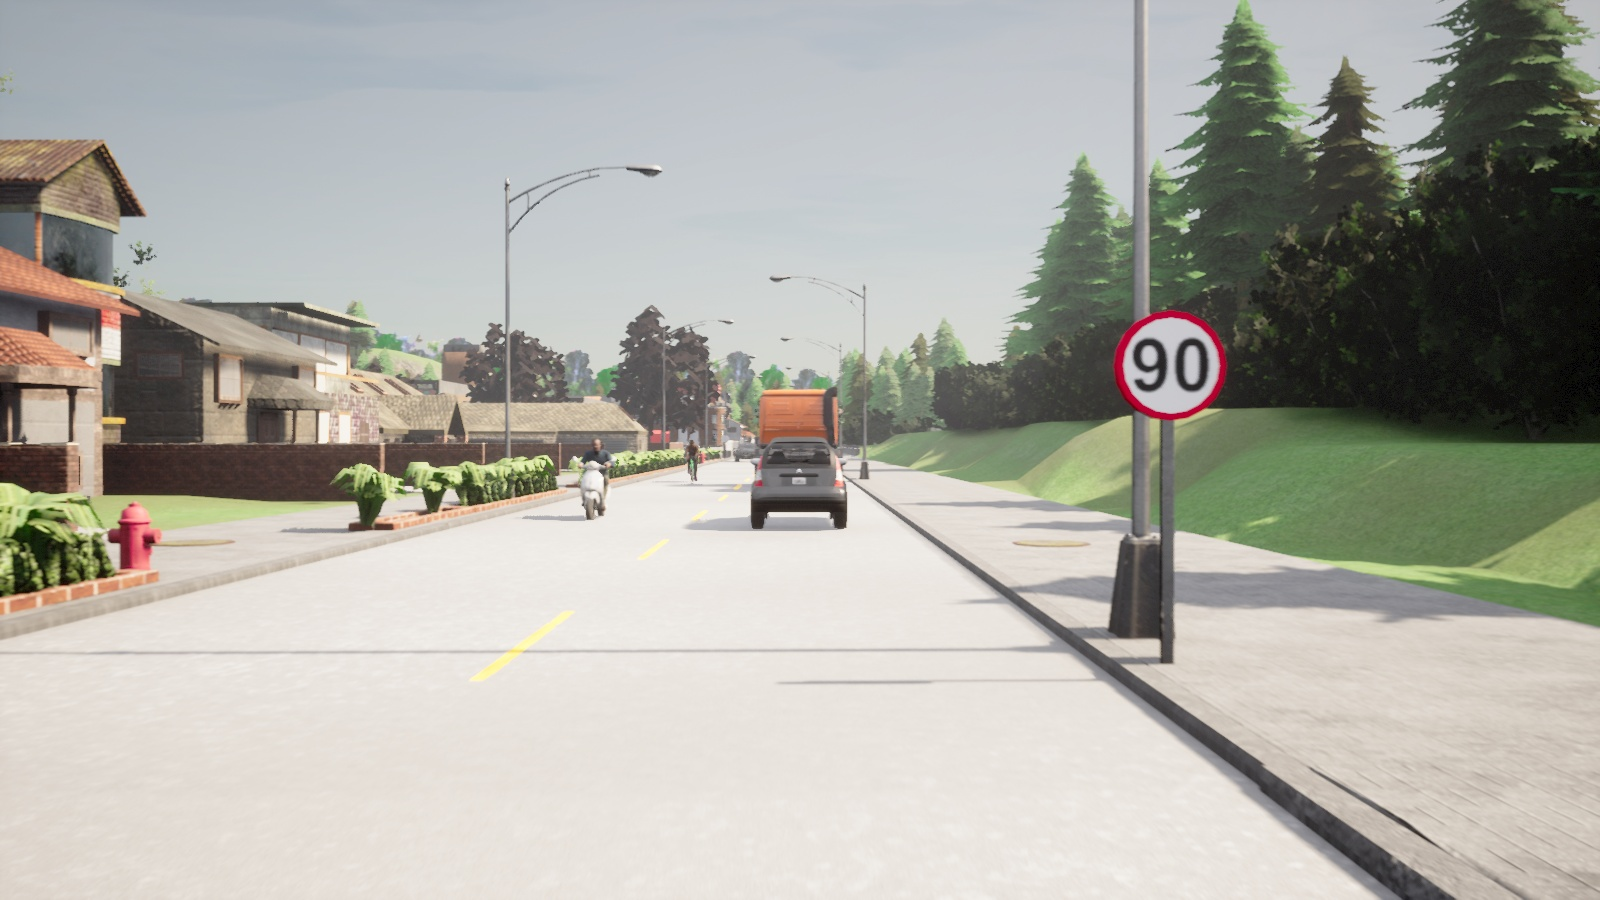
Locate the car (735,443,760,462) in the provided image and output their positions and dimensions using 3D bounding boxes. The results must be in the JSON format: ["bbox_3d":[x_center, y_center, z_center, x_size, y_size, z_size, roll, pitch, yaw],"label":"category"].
[{"bbox_3d":[-4.116,0.191,98.929,1.837,1.490,4.892,0,0,0],"label":"car"}]

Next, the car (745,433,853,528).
[{"bbox_3d":[-0.013,0.512,23.484,1.851,1.617,3.988,0,0,0],"label":"car"}]

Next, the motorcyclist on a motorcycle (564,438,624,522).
[{"bbox_3d":[-4.014,0.558,24.613,0.866,1.590,1.817,0,0,0],"label":"motorcyclist on a motorcycle"}]

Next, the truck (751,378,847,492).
[{"bbox_3d":[-0.032,-0.472,42.056,2.891,3.462,7.936,0,0,0],"label":"truck"}]
